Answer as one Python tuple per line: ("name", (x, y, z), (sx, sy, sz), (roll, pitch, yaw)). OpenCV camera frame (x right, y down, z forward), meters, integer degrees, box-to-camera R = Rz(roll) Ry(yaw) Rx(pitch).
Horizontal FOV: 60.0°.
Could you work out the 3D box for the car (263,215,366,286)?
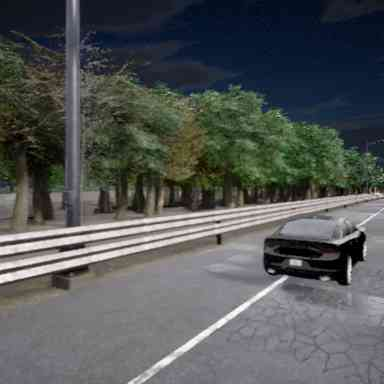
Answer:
("car", (3.634, 1.369, 9.334), (1.882, 1.535, 5.008), (0, 1, 34))
